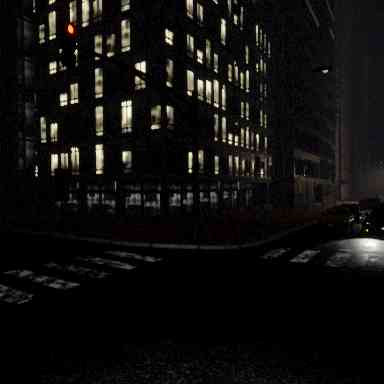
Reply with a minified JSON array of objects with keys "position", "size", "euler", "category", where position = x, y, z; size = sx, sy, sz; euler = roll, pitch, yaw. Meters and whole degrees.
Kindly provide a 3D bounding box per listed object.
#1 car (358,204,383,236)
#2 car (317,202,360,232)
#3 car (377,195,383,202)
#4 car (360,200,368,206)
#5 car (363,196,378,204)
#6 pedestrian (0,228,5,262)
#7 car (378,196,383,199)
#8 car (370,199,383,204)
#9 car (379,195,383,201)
[{"position":[10.161,1.552,17.462],"size":[1.994,1.385,4.181],"euler":[0,0,32],"category":"car"},{"position":[8.840,1.514,20.287],"size":[1.752,1.417,4.829],"euler":[-1,-1,32],"category":"car"},{"position":[44.685,1.508,78.101],"size":[2.008,1.369,4.403],"euler":[-1,-1,32],"category":"car"},{"position":[11.909,1.552,25.237],"size":[1.947,1.339,4.313],"euler":[-1,-1,32],"category":"car"},{"position":[20.848,1.522,39.654],"size":[1.887,1.381,4.507],"euler":[-1,-1,32],"category":"car"},{"position":[-5.733,1.547,9.911],"size":[0.500,1.100,0.500],"euler":[0,0,33],"category":"pedestrian"},{"position":[20.521,1.470,33.998],"size":[2.128,1.511,4.902],"euler":[0,0,32],"category":"car"},{"position":[15.125,1.531,25.413],"size":[2.033,1.411,5.357],"euler":[0,0,32],"category":"car"},{"position":[47.665,1.537,82.907],"size":[1.802,1.307,4.206],"euler":[-1,-1,32],"category":"car"}]
